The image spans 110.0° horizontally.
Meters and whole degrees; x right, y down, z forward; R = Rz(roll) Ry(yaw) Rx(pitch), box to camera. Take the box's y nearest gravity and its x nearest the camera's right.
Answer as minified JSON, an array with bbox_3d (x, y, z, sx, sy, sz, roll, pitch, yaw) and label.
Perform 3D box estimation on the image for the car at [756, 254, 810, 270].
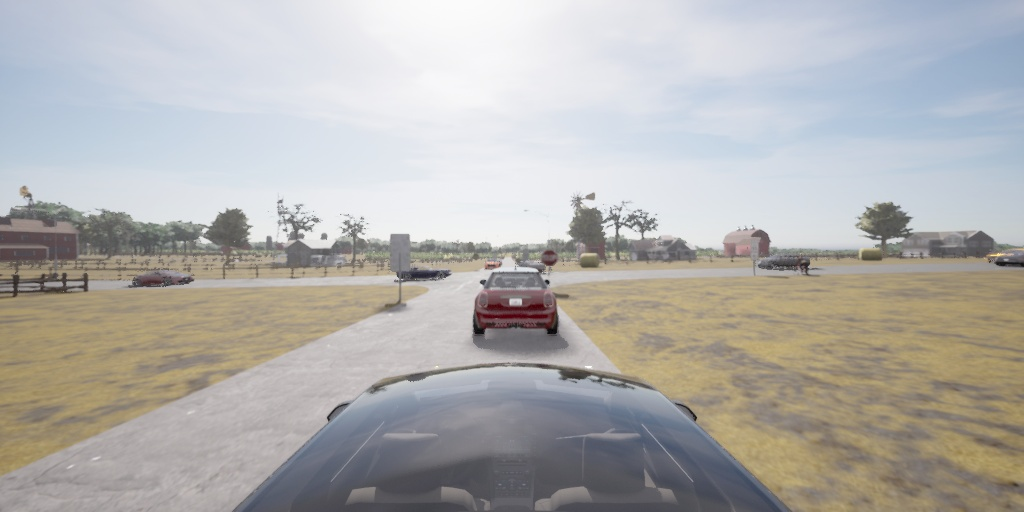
[{"bbox_3d":[27.039,0.569,35.963,4.902,1.511,2.128,-1,1,0],"label":"car"}]

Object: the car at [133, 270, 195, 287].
[{"bbox_3d":[-31.176,1.960,32.146,4.181,1.385,1.994,-1,1,0],"label":"car"}]

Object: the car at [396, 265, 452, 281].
[{"bbox_3d":[-7.775,1.499,32.208,4.718,1.301,1.895,-2,0,0],"label":"car"}]

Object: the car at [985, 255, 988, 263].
[{"bbox_3d":[50.707,0.033,35.927,5.008,1.535,1.882,-1,1,0],"label":"car"}]

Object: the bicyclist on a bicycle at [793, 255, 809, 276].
[{"bbox_3d":[22.829,0.760,28.361,0.582,1.620,1.656,-1,0,0],"label":"bicyclist on a bicycle"}]

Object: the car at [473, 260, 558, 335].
[{"bbox_3d":[0.090,1.105,10.615,2.097,1.767,4.553,0,0,0],"label":"car"}]

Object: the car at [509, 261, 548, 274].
[{"bbox_3d":[1.769,1.288,41.225,2.033,1.411,5.357,-1,-1,-27],"label":"car"}]

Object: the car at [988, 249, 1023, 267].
[{"bbox_3d":[46.625,0.271,32.356,4.181,1.385,1.994,-1,1,0],"label":"car"}]

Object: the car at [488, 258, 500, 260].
[{"bbox_3d":[-3.034,1.150,54.497,2.097,1.767,4.553,0,0,-1],"label":"car"}]
